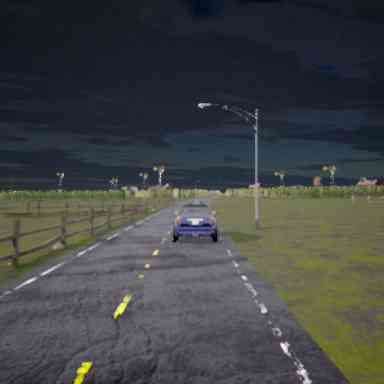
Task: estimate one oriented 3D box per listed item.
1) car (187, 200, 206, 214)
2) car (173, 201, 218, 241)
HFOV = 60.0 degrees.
[{"bbox_3d":[0.538,1.660,36.843,1.994,1.385,4.181,0,0,2],"label":"car"},{"bbox_3d":[0.169,1.396,17.032,2.097,1.767,4.553,0,0,1],"label":"car"}]
